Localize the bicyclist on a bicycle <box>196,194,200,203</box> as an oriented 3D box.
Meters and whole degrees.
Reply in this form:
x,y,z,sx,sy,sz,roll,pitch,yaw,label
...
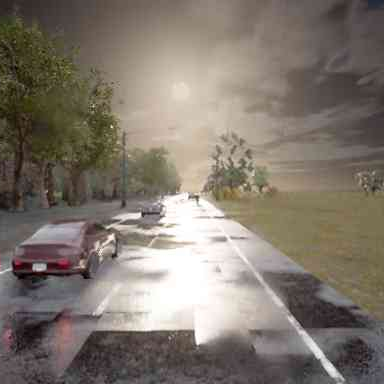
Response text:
x,y,z,sx,sy,sz,roll,pitch,yaw,label
0.969,1.241,55.036,0.659,1.776,1.843,0,0,0,bicyclist on a bicycle

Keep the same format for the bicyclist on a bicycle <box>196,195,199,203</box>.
x,y,z,sx,sy,sz,roll,pitch,yaw,label
0.971,1.303,63.734,0.582,1.620,1.656,0,0,0,bicyclist on a bicycle

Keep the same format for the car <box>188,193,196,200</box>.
x,y,z,sx,sy,sz,roll,pitch,yaw,label
0.011,1.092,81.536,2.097,1.767,4.553,0,0,0,car

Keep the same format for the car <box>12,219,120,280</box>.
x,y,z,sx,sy,sz,roll,pitch,yaw,label
-3.401,1.502,9.715,1.812,1.442,4.674,0,0,0,car

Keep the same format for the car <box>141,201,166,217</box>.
x,y,z,sx,sy,sz,roll,pitch,yaw,label
-3.398,1.476,29.939,2.033,1.411,5.357,0,0,0,car
